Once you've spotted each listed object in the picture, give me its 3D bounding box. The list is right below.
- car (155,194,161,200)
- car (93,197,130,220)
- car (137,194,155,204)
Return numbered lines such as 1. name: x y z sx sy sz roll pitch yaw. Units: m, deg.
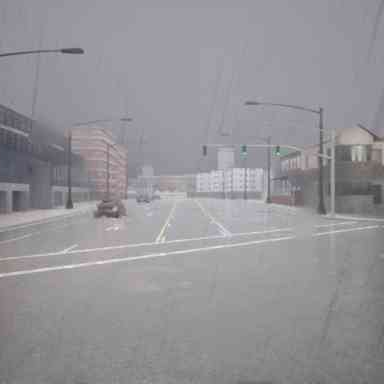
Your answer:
1. car: -8.466 1.197 78.535 2.128 1.511 4.902 0 -1 -2
2. car: -7.128 1.404 29.143 2.097 1.767 4.553 0 0 -2
3. car: -7.803 1.123 54.118 2.128 1.511 4.902 0 1 -2
